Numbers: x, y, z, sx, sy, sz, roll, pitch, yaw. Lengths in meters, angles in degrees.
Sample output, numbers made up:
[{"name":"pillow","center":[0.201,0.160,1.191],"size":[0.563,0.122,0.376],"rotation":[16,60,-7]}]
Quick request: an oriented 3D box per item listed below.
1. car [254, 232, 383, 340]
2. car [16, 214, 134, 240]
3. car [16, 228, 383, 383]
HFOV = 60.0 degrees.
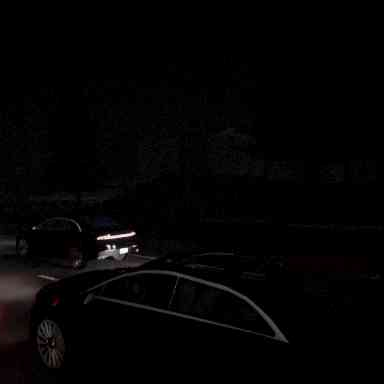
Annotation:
[{"name":"car","center":[3.638,1.601,5.696],"size":[4.718,1.301,1.895],"rotation":[0,0,36]},{"name":"car","center":[-3.941,1.478,11.016],"size":[4.902,1.511,2.128],"rotation":[0,0,36]},{"name":"car","center":[-0.039,1.490,4.016],"size":[4.902,1.511,2.128],"rotation":[0,0,35]}]
